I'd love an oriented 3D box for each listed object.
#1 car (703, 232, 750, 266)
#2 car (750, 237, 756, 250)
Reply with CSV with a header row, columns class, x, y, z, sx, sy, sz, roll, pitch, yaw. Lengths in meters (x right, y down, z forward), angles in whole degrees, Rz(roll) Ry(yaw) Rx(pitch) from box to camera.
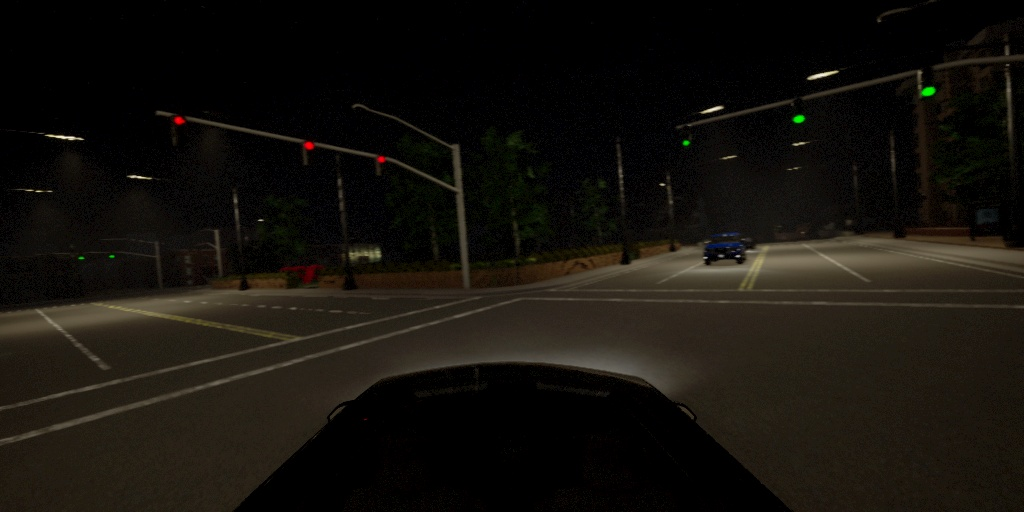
class,x,y,z,sx,sy,sz,roll,pitch,yaw
car,14.747,-0.541,24.777,2.150,2.045,5.566,-4,2,37
car,25.850,-1.370,39.747,2.033,1.411,5.357,-4,1,38
